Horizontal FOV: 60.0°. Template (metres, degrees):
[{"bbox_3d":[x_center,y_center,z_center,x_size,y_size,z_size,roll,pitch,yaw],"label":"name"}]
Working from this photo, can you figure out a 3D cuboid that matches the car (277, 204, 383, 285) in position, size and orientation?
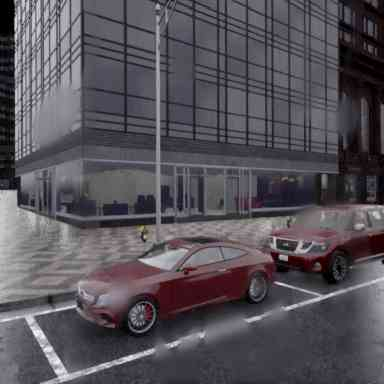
[{"bbox_3d":[4.322,1.315,9.721,5.009,1.841,2.192,0,0,-35],"label":"car"}]

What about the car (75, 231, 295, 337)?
[{"bbox_3d":[-0.099,1.582,6.575,4.206,1.307,1.802,0,0,-35],"label":"car"}]
